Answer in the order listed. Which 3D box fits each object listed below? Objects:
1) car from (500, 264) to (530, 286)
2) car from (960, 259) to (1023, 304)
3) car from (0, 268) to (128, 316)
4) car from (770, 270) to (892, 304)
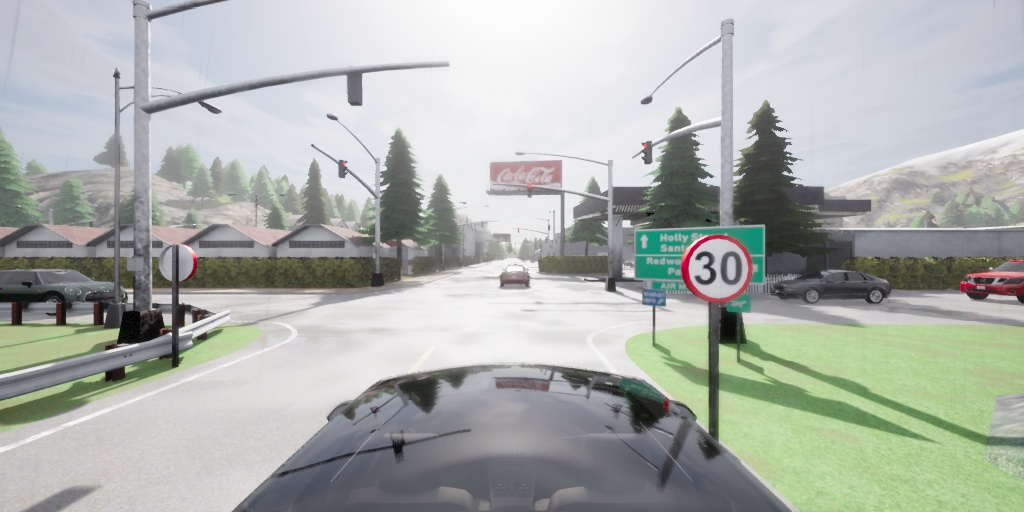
[{"bbox_3d":[0.228,1.313,24.894,1.994,1.385,4.181,0,0,2],"label":"car"},{"bbox_3d":[25.171,1.163,17.117,5.566,2.045,2.150,0,0,0],"label":"car"},{"bbox_3d":[-17.996,1.294,13.990,4.553,1.767,2.097,0,0,1],"label":"car"},{"bbox_3d":[15.201,1.446,17.248,4.892,1.490,1.837,0,0,1],"label":"car"}]
